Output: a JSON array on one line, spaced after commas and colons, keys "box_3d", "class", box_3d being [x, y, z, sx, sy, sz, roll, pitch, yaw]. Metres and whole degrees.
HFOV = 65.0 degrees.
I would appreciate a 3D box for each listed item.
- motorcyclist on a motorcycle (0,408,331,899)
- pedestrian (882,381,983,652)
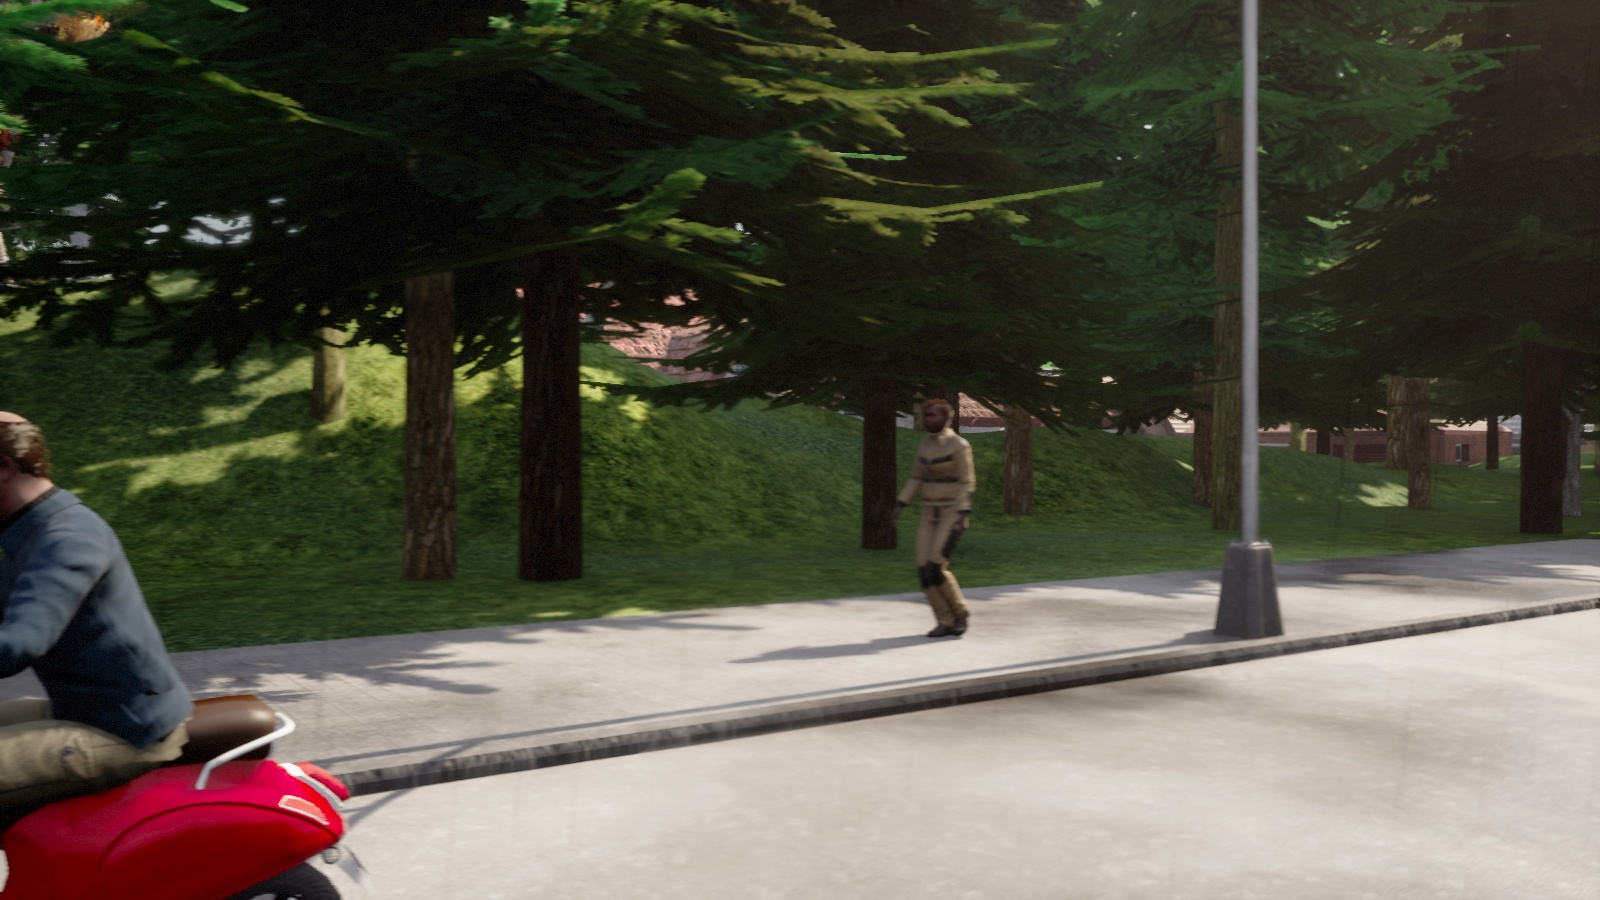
[{"box_3d": [-2.102, 0.709, 2.805, 1.817, 1.590, 0.866, 0, 0, -35], "class": "motorcyclist on a motorcycle"}, {"box_3d": [0.992, 0.474, 9.339, 0.396, 1.930, 0.692, 0, 0, 45], "class": "pedestrian"}]
